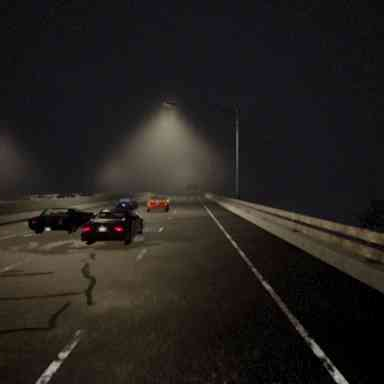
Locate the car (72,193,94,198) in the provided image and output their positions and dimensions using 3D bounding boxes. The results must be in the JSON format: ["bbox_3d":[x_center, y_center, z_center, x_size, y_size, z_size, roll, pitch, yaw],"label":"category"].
[{"bbox_3d":[-17.551,0.949,55.013,2.097,1.767,4.553,0,0,0],"label":"car"}]

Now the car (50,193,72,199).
[{"bbox_3d":[-21.048,0.949,54.918,2.097,1.767,4.553,0,0,0],"label":"car"}]

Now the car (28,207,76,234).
[{"bbox_3d":[-6.900,1.473,18.141,1.895,1.301,4.718,0,0,0],"label":"car"}]

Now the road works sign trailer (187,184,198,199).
[{"bbox_3d":[0.000,-0.129,78.381,2.380,3.560,2.880,0,0,0],"label":"road works sign trailer"}]

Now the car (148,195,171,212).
[{"bbox_3d":[-3.400,1.102,34.878,2.097,1.767,4.553,0,0,0],"label":"car"}]

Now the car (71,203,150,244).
[{"bbox_3d":[-3.398,1.441,15.069,2.033,1.411,5.357,0,0,0],"label":"car"}]

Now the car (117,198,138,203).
[{"bbox_3d":[-6.900,1.309,35.593,1.994,1.385,4.181,0,0,0],"label":"car"}]

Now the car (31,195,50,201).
[{"bbox_3d":[-24.537,1.200,54.609,1.895,1.301,4.718,0,0,1],"label":"car"}]
